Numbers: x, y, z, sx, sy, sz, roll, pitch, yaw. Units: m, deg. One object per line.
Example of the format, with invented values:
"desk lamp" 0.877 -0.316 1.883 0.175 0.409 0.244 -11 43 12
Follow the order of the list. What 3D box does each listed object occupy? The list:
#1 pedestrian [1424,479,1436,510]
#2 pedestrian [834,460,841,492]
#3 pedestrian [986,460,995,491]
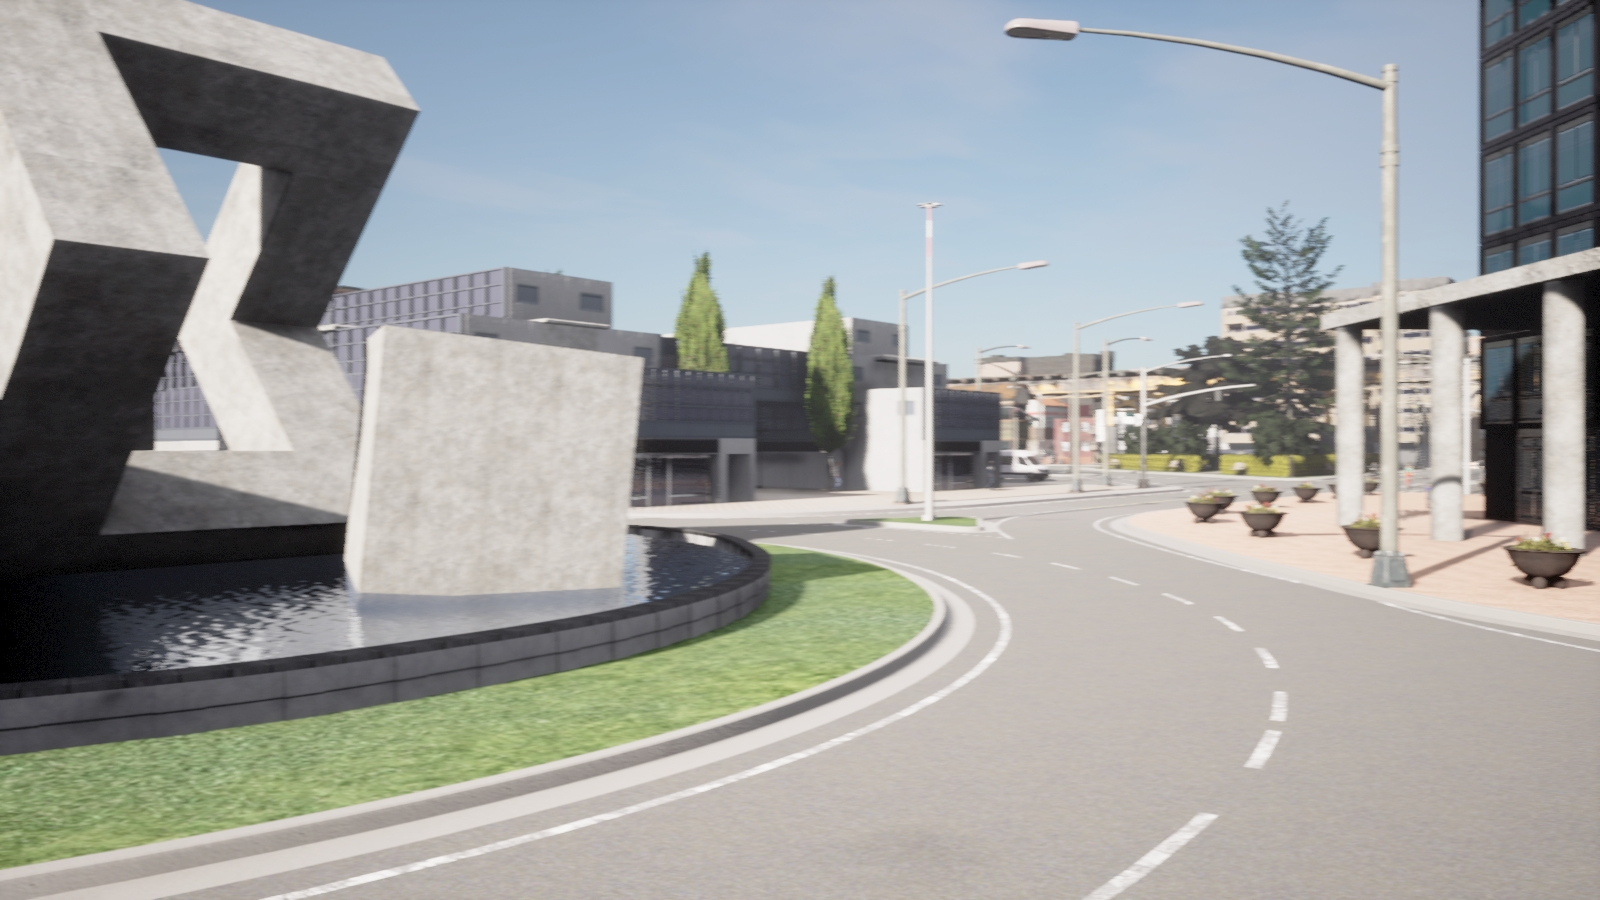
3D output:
"pedestrian" 27.393 1.935 49.680 0.375 1.300 0.375 0 0 20
"pedestrian" 2.225 1.560 68.434 0.375 1.860 0.375 0 0 10
"pedestrian" 11.659 1.557 69.957 0.375 1.860 0.375 0 0 -28
